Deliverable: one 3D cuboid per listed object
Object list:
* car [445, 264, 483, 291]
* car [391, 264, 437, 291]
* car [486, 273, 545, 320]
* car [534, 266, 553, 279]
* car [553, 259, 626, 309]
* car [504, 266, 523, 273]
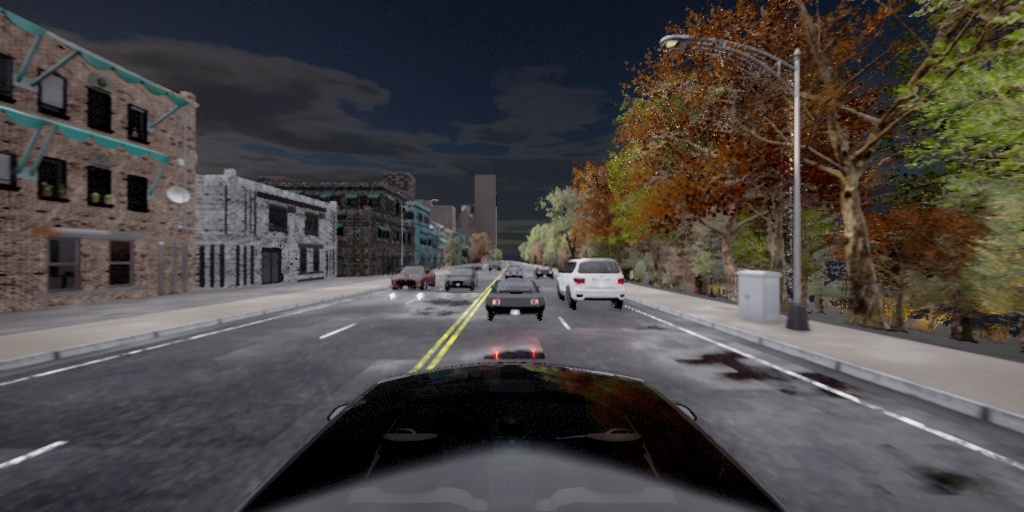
[{"bbox_3d":[-3.301,1.520,24.283,1.837,1.490,4.892,0,-1,0],"label":"car"},{"bbox_3d":[-6.550,1.367,24.285,2.097,1.767,4.553,0,-1,0],"label":"car"},{"bbox_3d":[0.116,1.489,13.388,1.895,1.301,4.718,0,-1,0],"label":"car"},{"bbox_3d":[3.436,1.800,39.789,1.895,1.301,4.718,0,-1,0],"label":"car"},{"bbox_3d":[3.374,1.141,16.142,2.150,2.045,5.566,0,-1,0],"label":"car"},{"bbox_3d":[0.177,1.707,36.480,2.033,1.411,5.357,0,-1,0],"label":"car"}]
